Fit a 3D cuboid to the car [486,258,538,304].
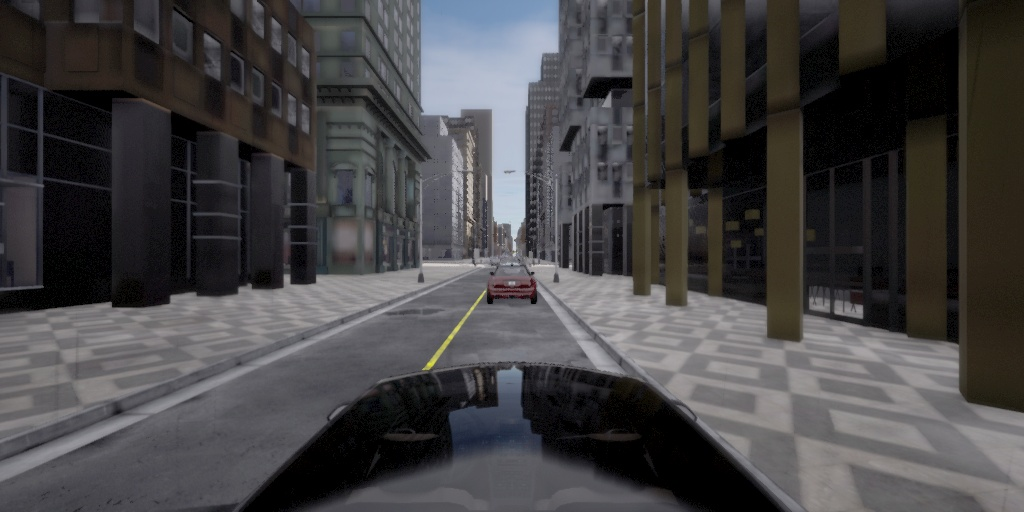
[{"bbox_3d":[0.000,1.110,16.469,2.097,1.767,4.553,0,0,0],"label":"car"}]
